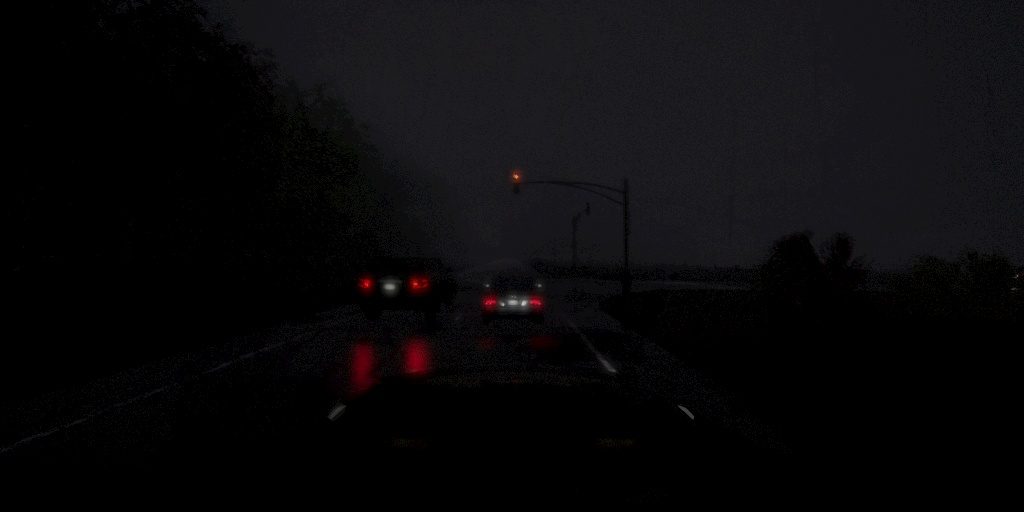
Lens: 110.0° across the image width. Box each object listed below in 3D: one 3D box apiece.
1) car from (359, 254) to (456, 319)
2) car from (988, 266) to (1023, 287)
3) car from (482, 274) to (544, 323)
[{"bbox_3d":[-3.443,0.971,12.875,2.150,2.045,5.566,0,0,0],"label":"car"},{"bbox_3d":[41.544,1.604,29.059,4.553,1.767,2.097,1,-1,0],"label":"car"},{"bbox_3d":[0.050,1.297,12.096,2.033,1.411,5.357,0,0,1],"label":"car"}]
